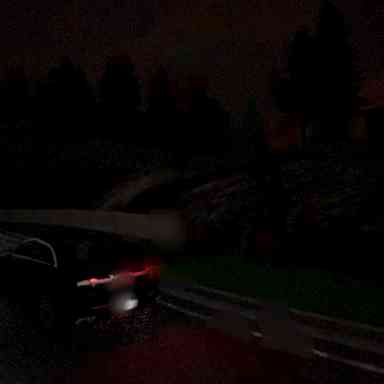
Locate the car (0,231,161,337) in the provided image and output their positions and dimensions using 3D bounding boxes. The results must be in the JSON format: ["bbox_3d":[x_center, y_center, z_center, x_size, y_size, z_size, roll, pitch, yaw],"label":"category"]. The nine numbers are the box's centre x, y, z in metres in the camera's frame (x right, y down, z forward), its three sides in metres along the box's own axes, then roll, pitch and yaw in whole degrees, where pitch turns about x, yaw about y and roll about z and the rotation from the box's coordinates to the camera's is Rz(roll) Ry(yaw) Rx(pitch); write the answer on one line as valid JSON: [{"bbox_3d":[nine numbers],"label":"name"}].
[{"bbox_3d":[-2.677,1.584,6.957,2.128,1.511,4.902,0,-1,-44],"label":"car"}]
